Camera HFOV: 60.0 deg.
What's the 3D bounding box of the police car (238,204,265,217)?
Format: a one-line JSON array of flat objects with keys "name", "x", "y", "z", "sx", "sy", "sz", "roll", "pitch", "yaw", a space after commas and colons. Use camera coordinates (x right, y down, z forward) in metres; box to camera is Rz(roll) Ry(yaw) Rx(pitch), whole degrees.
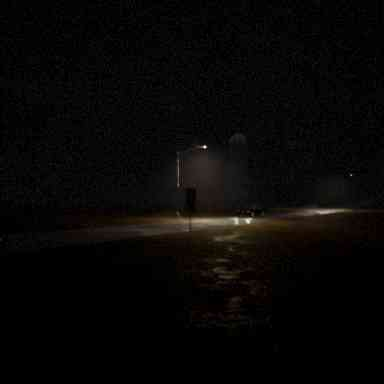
[{"name": "police car", "x": 7.490, "y": 2.294, "z": 42.117, "sx": 1.930, "sy": 1.638, "sz": 5.238, "roll": 0, "pitch": -1, "yaw": 36}]
